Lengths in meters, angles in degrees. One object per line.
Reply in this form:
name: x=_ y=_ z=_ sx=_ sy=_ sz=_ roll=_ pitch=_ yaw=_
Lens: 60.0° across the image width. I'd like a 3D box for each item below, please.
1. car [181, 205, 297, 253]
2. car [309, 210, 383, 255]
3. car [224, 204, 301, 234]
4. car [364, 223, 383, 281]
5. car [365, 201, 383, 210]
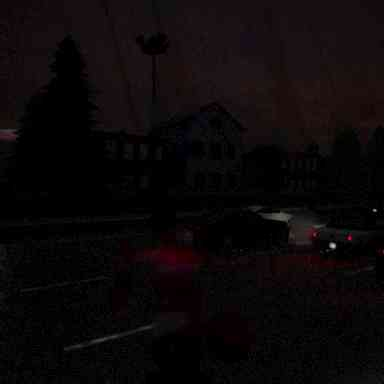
car: x=1.901 y=1.451 z=13.723 sx=5.008 sy=1.535 sz=1.882 roll=0 pitch=0 yaw=-35
car: x=6.695 y=1.565 z=12.829 sx=4.718 sy=1.301 sz=1.895 roll=0 pitch=0 yaw=-35
car: x=4.235 y=1.485 z=19.685 sx=4.674 sy=1.442 sz=1.812 roll=0 pitch=0 yaw=-36
car: x=6.488 y=1.537 z=8.395 sx=4.181 sy=1.385 sz=1.994 roll=0 pitch=0 yaw=-35
car: x=16.689 y=1.481 z=28.552 sx=4.181 sy=1.385 sz=1.994 roll=0 pitch=0 yaw=-35
